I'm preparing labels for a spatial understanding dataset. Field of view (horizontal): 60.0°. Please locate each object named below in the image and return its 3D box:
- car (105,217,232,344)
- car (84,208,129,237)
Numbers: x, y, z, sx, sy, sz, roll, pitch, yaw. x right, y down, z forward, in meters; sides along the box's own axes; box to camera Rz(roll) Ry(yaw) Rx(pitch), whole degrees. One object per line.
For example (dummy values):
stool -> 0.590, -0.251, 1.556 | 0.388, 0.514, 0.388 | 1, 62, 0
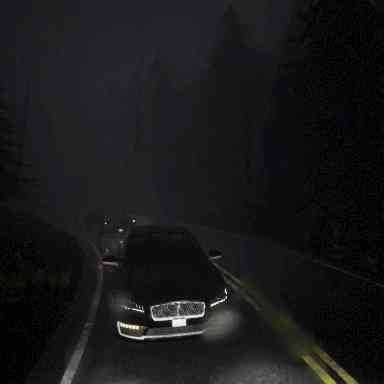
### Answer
car -> -0.648, 1.495, 6.820 | 1.837, 1.490, 4.892 | -1, 0, -11
car -> -4.643, 1.612, 18.557 | 1.895, 1.301, 4.718 | -3, 1, -29
